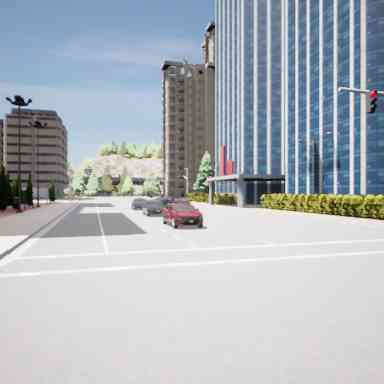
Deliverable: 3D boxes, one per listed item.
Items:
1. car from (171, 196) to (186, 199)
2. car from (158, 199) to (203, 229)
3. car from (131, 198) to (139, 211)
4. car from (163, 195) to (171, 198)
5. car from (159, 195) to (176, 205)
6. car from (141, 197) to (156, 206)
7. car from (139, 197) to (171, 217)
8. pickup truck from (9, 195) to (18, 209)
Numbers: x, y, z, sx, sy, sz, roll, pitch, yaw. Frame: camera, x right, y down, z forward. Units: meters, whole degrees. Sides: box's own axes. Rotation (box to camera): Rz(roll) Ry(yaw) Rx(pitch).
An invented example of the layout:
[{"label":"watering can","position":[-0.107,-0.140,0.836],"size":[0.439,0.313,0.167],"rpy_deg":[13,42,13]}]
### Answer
[{"label":"car","position":[-1.648,1.587,50.647],"size":[2.033,1.411,5.357],"rpy_deg":[0,0,-16]},{"label":"car","position":[-0.732,1.495,22.343],"size":[1.882,1.535,5.008],"rpy_deg":[0,0,-17]},{"label":"car","position":[-6.617,1.534,42.287],"size":[1.837,1.490,4.892],"rpy_deg":[0,0,-16]},{"label":"car","position":[-4.855,1.542,49.133],"size":[1.837,1.490,4.892],"rpy_deg":[0,0,-16]},{"label":"car","position":[-4.459,1.398,59.932],"size":[2.097,1.767,4.553],"rpy_deg":[0,0,-16]},{"label":"car","position":[-7.832,1.644,58.996],"size":[1.895,1.301,4.718],"rpy_deg":[0,0,-16]},{"label":"car","position":[-3.678,1.529,32.302],"size":[1.837,1.490,4.892],"rpy_deg":[0,0,-16]},{"label":"pickup truck","position":[-22.756,1.078,38.530],"size":[2.390,2.098,6.274],"rpy_deg":[0,0,14]}]
